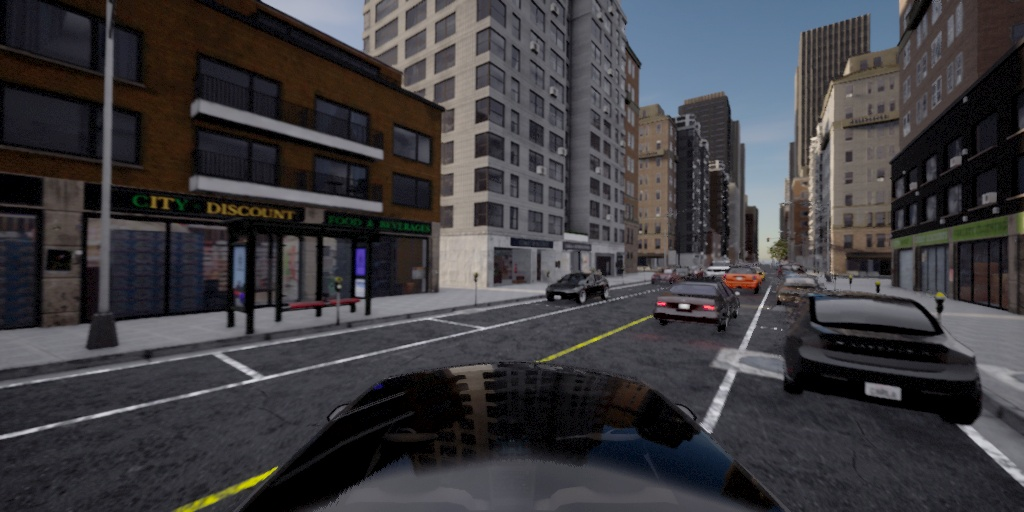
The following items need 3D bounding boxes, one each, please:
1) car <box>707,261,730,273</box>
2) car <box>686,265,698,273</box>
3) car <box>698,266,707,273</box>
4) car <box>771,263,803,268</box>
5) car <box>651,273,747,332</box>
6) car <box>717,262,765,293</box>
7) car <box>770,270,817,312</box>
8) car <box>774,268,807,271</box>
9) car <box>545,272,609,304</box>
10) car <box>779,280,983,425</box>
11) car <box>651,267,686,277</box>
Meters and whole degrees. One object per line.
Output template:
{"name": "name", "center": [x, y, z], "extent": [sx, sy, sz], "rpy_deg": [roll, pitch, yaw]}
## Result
{"name": "car", "center": [22.714, 1.531, 39.005], "extent": [2.150, 2.045, 5.566], "rpy_deg": [0, -1, 37]}
{"name": "car", "center": [16.572, 1.771, 35.229], "extent": [1.948, 1.339, 4.313], "rpy_deg": [0, 0, 37]}
{"name": "car", "center": [19.885, 1.719, 39.650], "extent": [1.967, 1.591, 4.097], "rpy_deg": [0, 0, 37]}
{"name": "car", "center": [23.397, 1.560, 30.120], "extent": [2.192, 1.841, 5.009], "rpy_deg": [0, 0, 37]}
{"name": "car", "center": [6.172, 1.447, 11.736], "extent": [2.033, 1.411, 5.357], "rpy_deg": [0, -1, 37]}
{"name": "car", "center": [15.658, 1.461, 24.387], "extent": [2.097, 1.767, 4.553], "rpy_deg": [0, -1, 37]}
{"name": "car", "center": [13.458, 1.576, 16.863], "extent": [2.007, 1.370, 4.403], "rpy_deg": [0, 0, 37]}
{"name": "car", "center": [16.771, 1.649, 21.282], "extent": [2.007, 1.370, 4.403], "rpy_deg": [0, 0, 37]}
{"name": "car", "center": [3.316, 1.478, 17.548], "extent": [1.948, 1.339, 4.313], "rpy_deg": [0, 0, 37]}
{"name": "car", "center": [5.756, 1.355, 6.105], "extent": [1.837, 1.490, 4.892], "rpy_deg": [0, -1, 37]}
{"name": "car", "center": [13.258, 1.714, 30.809], "extent": [1.802, 1.307, 4.207], "rpy_deg": [0, 0, 37]}
